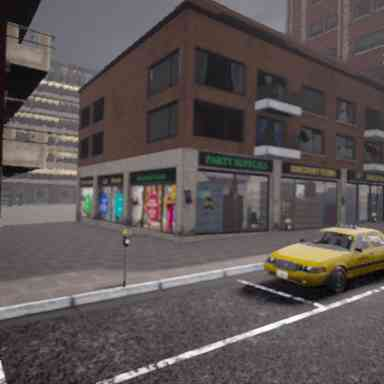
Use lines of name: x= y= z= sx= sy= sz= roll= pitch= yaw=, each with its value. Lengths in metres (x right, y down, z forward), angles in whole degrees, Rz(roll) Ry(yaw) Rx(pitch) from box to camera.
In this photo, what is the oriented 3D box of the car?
car: x=4.019 y=1.556 z=8.941 sx=4.829 sy=1.417 sz=1.752 roll=0 pitch=2 yaw=-35
